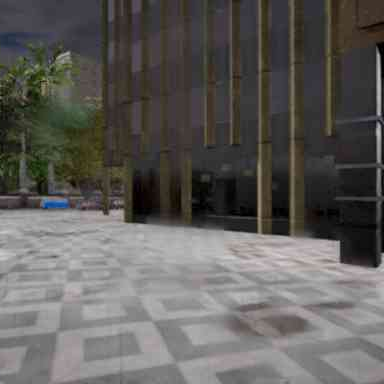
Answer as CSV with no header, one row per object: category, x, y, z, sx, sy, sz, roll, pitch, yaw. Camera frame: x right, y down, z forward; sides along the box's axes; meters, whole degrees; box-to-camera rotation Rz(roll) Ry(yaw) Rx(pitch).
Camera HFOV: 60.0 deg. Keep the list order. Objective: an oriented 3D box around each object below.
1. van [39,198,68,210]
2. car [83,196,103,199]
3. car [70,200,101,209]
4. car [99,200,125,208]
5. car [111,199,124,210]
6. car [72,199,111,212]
van,-20.304,1.722,49.030,1.690,1.788,3.998,-1,-2,36
car,-15.539,1.672,51.022,2.150,2.045,5.566,0,-1,36
car,-17.078,2.017,53.510,1.887,1.381,4.507,-1,-2,36
car,-13.854,2.145,57.994,1.802,1.307,4.206,-1,-2,36
car,-10.151,1.895,48.545,1.967,1.590,4.097,-1,-2,36
car,-13.375,1.946,44.057,1.802,1.307,4.206,-1,-2,36
